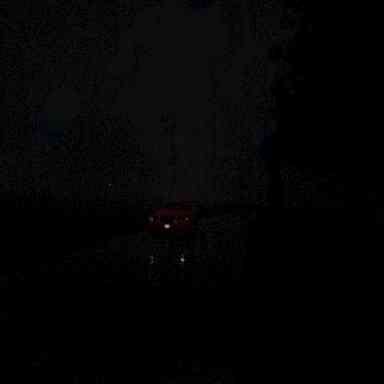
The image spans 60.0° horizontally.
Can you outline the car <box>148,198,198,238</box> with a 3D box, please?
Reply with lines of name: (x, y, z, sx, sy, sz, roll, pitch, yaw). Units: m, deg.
car: (-0.917, 1.356, 19.010, 2.150, 2.045, 5.566, 0, -1, 7)
